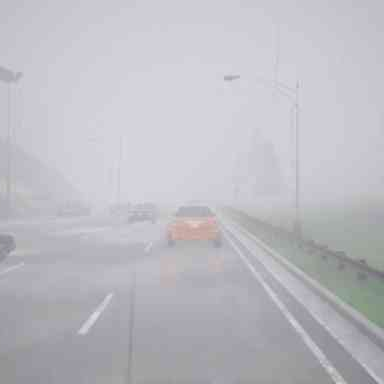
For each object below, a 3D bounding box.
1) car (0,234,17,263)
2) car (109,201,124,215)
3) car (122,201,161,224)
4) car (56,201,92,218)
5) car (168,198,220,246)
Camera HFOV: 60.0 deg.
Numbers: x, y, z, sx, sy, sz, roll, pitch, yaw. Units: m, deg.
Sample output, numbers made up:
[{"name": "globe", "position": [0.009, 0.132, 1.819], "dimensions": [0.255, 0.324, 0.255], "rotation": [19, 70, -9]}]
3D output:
[{"name": "car", "position": [-6.898, 1.533, 8.882], "dimensions": [2.033, 1.411, 5.357], "rotation": [0, 0, 0]}, {"name": "car", "position": [-6.901, 1.545, 33.551], "dimensions": [1.895, 1.301, 4.718], "rotation": [0, 0, 0]}, {"name": "car", "position": [-3.401, 1.507, 24.314], "dimensions": [2.033, 1.411, 5.357], "rotation": [0, 0, 0]}, {"name": "car", "position": [-10.401, 1.515, 29.597], "dimensions": [1.994, 1.385, 4.181], "rotation": [0, 0, 0]}, {"name": "car", "position": [0.098, 1.327, 15.199], "dimensions": [2.097, 1.767, 4.553], "rotation": [0, 0, 0]}]
